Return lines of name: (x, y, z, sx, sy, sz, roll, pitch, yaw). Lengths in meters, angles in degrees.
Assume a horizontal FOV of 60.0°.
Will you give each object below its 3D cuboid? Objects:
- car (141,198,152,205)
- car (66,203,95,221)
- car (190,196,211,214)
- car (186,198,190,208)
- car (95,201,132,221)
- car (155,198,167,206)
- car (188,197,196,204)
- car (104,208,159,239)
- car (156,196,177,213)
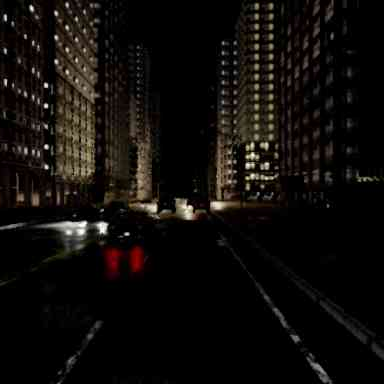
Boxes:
car: (-9.729, 2.061, 71.922, 1.994, 1.385, 4.181, 0, 0, 0)
car: (-9.832, 1.741, 30.356, 2.128, 1.511, 4.902, 0, 0, 0)
car: (1.150, 1.561, 40.994, 2.150, 2.045, 5.566, 0, 0, 0)
car: (0.018, 1.840, 59.294, 2.097, 1.767, 4.553, 0, 0, 0)
car: (-6.584, 1.593, 29.253, 2.097, 1.767, 4.553, 0, 0, 0)
car: (-6.479, 2.060, 69.699, 2.033, 1.411, 5.357, 0, 0, 0)
car: (0.023, 2.009, 79.416, 1.882, 1.535, 5.008, 0, 0, 0)
car: (-3.145, 1.751, 18.266, 1.895, 1.301, 4.718, 0, 0, 0)
car: (-3.138, 1.566, 42.027, 2.150, 2.045, 5.566, 0, 0, 0)
